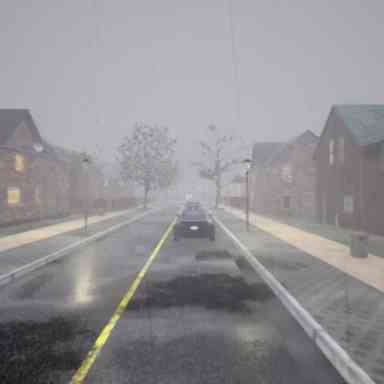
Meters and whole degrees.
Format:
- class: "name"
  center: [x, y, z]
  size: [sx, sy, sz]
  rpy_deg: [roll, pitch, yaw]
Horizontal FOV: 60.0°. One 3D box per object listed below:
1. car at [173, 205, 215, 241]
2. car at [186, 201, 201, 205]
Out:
- class: "car"
  center: [0.106, 1.578, 16.833]
  size: [1.994, 1.385, 4.181]
  rpy_deg: [0, 0, 0]
- class: "car"
  center: [0.113, 1.613, 34.606]
  size: [2.033, 1.411, 5.357]
  rpy_deg: [0, 0, 0]
